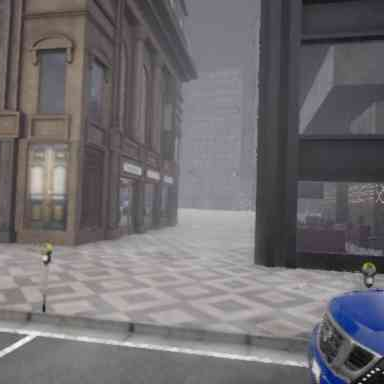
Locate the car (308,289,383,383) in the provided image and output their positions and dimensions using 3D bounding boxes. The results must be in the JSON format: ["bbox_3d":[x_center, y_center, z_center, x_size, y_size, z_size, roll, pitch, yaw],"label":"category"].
[{"bbox_3d":[3.948,1.470,2.779,5.566,2.045,2.150,1,-2,11],"label":"car"}]
